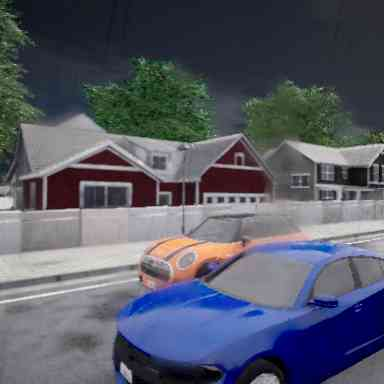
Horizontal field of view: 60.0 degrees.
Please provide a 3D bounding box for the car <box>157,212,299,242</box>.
[{"bbox_3d":[0.982,1.350,8.323,4.553,1.767,2.097,0,0,-35],"label":"car"}]

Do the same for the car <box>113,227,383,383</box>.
[{"bbox_3d":[1.409,1.477,4.649,5.008,1.535,1.882,0,0,-35],"label":"car"}]
